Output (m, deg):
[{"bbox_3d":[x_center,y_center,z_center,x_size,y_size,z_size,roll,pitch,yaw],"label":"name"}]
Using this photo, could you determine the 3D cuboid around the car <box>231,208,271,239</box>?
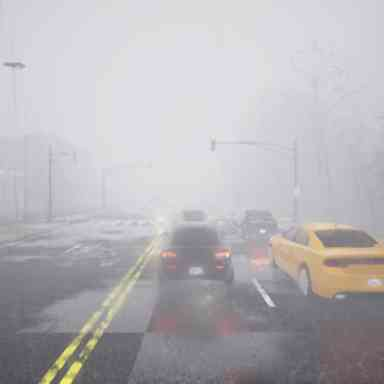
[{"bbox_3d":[3.320,1.615,18.082,1.837,1.490,4.892,0,0,0],"label":"car"}]

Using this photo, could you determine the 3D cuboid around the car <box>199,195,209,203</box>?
[{"bbox_3d":[3.104,2.010,80.635,2.033,1.411,5.357,0,0,0],"label":"car"}]

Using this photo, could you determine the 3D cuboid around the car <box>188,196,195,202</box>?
[{"bbox_3d":[-0.164,1.848,91.048,1.882,1.535,5.008,0,0,0],"label":"car"}]

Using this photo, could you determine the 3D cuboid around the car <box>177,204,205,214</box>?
[{"bbox_3d":[0.033,1.640,18.691,1.812,1.442,4.674,0,0,-2],"label":"car"}]

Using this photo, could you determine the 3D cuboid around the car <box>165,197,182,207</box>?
[{"bbox_3d":[-3.399,1.890,61.042,1.812,1.442,4.674,0,0,0],"label":"car"}]

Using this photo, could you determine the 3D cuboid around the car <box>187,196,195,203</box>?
[{"bbox_3d":[-0.146,2.069,81.075,1.895,1.301,4.718,0,0,0],"label":"car"}]

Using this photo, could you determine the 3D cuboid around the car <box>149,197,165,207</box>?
[{"bbox_3d":[-6.647,1.842,60.970,1.882,1.535,5.008,0,0,0],"label":"car"}]

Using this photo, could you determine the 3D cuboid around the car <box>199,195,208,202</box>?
[{"bbox_3d":[3.086,1.725,91.025,2.097,1.767,4.553,0,0,0],"label":"car"}]

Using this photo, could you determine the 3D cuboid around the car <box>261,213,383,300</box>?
[{"bbox_3d":[3.336,1.530,8.561,1.882,1.535,5.008,0,-1,0],"label":"car"}]

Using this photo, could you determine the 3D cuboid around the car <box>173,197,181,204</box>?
[{"bbox_3d":[-3.385,1.976,76.014,1.812,1.442,4.674,0,0,0],"label":"car"}]

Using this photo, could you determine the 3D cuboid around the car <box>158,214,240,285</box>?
[{"bbox_3d":[0.084,1.585,9.581,1.812,1.442,4.674,0,-1,0],"label":"car"}]
